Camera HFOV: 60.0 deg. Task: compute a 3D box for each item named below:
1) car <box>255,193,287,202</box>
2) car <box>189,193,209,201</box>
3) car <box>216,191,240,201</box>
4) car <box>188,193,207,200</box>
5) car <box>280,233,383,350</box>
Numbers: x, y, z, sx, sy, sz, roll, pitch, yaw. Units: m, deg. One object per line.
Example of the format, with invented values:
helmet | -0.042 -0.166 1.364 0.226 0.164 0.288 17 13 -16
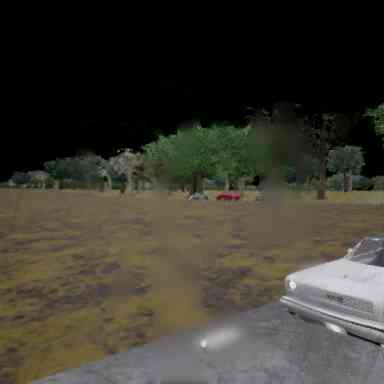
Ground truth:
car | 12.474 0.926 52.847 2.033 1.411 5.357 1 -1 -35
car | 1.717 1.124 68.120 1.994 1.385 4.181 1 -1 -35
car | 7.213 0.745 66.439 2.150 2.045 5.566 1 -1 -35
car | 1.191 0.949 74.901 1.812 1.442 4.674 1 -1 -35
car | 3.689 1.440 5.697 4.718 1.301 1.895 -2 1 -35
